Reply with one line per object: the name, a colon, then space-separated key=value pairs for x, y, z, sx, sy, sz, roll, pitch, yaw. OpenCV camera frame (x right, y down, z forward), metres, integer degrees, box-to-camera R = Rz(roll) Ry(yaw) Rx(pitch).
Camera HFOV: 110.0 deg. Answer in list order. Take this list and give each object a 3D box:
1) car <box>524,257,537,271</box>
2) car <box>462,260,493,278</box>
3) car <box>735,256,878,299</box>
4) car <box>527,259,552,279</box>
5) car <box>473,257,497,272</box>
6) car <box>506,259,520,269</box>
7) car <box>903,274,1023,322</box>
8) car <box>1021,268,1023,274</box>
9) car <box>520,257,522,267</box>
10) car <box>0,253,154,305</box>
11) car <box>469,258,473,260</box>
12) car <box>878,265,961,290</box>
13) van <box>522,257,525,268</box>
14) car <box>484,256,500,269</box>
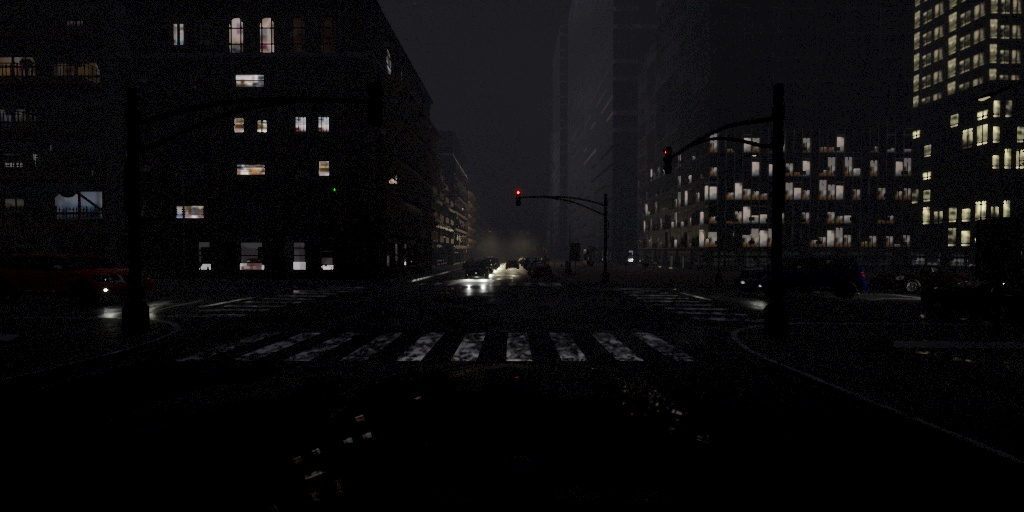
car: x=2.626 y=1.159 z=38.141 sx=1.967 sy=1.591 sz=4.097 roll=0 pitch=0 yaw=0
car: x=-3.117 y=1.290 z=32.834 sx=1.994 sy=1.385 sz=4.181 roll=0 pitch=0 yaw=0
car: x=14.470 y=1.016 z=18.133 sx=5.566 sy=2.045 sz=2.150 roll=1 pitch=1 yaw=1
car: x=2.630 y=1.272 z=32.495 sx=1.888 sy=1.381 sz=4.507 roll=0 pitch=0 yaw=0
car: x=-3.132 y=1.220 z=41.572 sx=1.837 sy=1.490 sz=4.892 roll=0 pitch=0 yaw=0
car: x=0.053 y=1.257 z=56.413 sx=1.994 sy=1.385 sz=4.181 roll=0 pitch=0 yaw=0
car: x=16.706 y=1.445 z=12.200 sx=4.403 sy=1.370 sz=2.007 roll=0 pitch=0 yaw=1
car: x=25.709 y=1.336 z=17.990 sx=4.902 sy=1.511 sz=2.128 roll=0 pitch=1 yaw=1
car: x=2.611 y=1.240 z=55.079 sx=1.888 sy=1.381 sz=4.507 roll=0 pitch=0 yaw=0
car: x=-18.852 y=0.911 z=15.359 sx=5.566 sy=2.045 sz=2.150 roll=0 pitch=1 yaw=1
car: x=-5.732 y=1.270 z=49.393 sx=1.948 sy=1.339 sz=4.313 roll=0 pitch=0 yaw=0
car: x=23.357 y=1.230 z=20.753 sx=4.097 sy=1.591 sz=1.967 roll=0 pitch=0 yaw=1
van: x=2.616 y=1.045 z=49.433 sx=1.690 sy=1.789 sz=3.998 roll=0 pitch=0 yaw=0
car: x=-3.127 y=1.054 z=50.808 sx=2.097 sy=1.767 sz=4.553 roll=0 pitch=0 yaw=0
